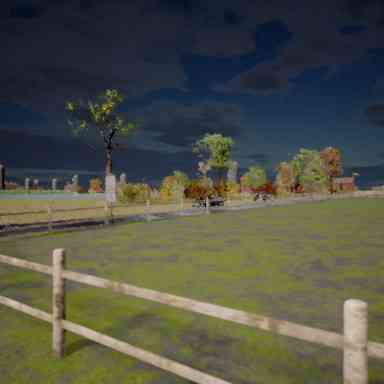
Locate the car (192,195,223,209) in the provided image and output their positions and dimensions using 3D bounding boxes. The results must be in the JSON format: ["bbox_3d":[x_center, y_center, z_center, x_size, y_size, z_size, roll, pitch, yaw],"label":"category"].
[{"bbox_3d":[1.863,1.151,38.828,1.837,1.490,4.892,-1,0,35],"label":"car"}]
